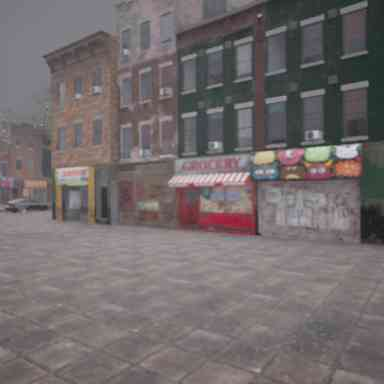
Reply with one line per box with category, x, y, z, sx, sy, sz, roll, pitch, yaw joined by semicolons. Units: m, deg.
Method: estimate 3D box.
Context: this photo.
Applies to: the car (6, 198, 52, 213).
car;-15.337;1.268;31.671;1.947;1.339;4.313;0;1;35
